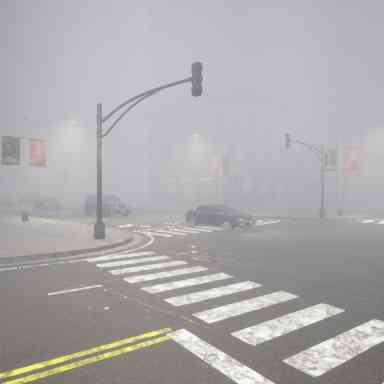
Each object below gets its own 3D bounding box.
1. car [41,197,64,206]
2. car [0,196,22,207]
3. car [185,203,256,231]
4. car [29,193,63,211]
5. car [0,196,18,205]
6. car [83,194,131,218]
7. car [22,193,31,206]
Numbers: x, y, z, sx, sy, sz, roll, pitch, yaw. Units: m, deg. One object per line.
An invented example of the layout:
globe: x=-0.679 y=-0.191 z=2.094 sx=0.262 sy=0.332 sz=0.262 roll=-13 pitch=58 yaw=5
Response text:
car: x=-23.051 y=1.547 z=54.958 sx=4.181 sy=1.385 sz=1.994 roll=0 pitch=0 yaw=44
car: x=-28.329 y=1.497 z=50.888 sx=1.882 sy=1.535 sz=5.008 roll=0 pitch=0 yaw=-45
car: x=1.654 y=1.501 z=20.678 sx=1.837 sy=1.490 sz=4.892 roll=0 pitch=0 yaw=-45
car: x=-17.204 y=1.335 z=39.604 sx=2.097 sy=1.767 sz=4.553 roll=0 pitch=0 yaw=-45
car: x=-33.657 y=1.533 z=60.975 sx=1.994 sy=1.385 sz=4.181 roll=0 pitch=0 yaw=-45
car: x=-7.792 y=1.208 z=30.152 sx=2.150 sy=2.045 sz=5.566 roll=0 pitch=0 yaw=-44
car: x=-26.077 y=1.199 z=53.379 sx=5.566 sy=2.045 sz=2.150 roll=0 pitch=0 yaw=45
